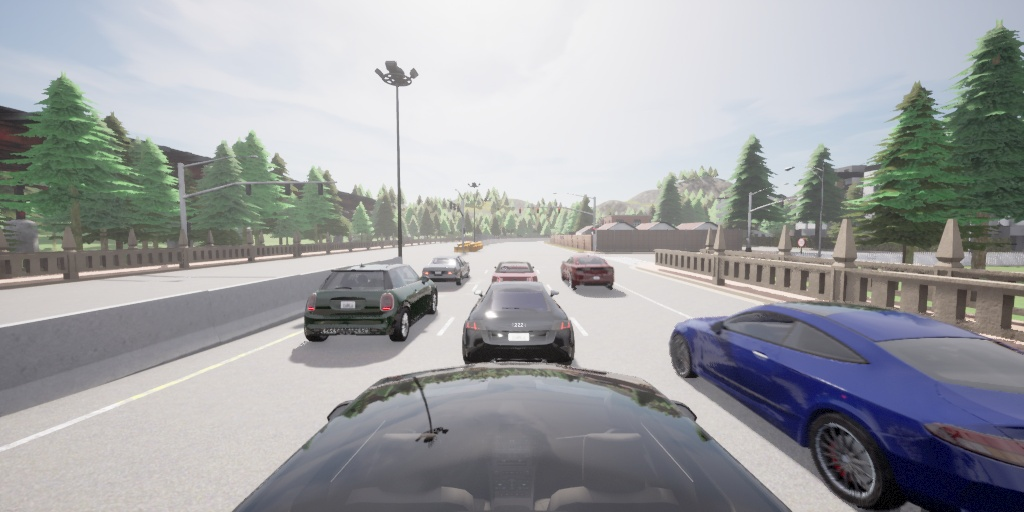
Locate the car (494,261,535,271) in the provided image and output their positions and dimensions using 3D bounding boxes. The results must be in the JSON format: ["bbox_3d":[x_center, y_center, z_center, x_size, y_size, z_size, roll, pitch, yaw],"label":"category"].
[{"bbox_3d":[0.110,0.860,16.556,1.895,1.301,4.718,0,3,0],"label":"car"}]

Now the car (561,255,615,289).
[{"bbox_3d":[3.612,0.667,17.815,1.882,1.535,5.008,0,3,0],"label":"car"}]

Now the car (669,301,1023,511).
[{"bbox_3d":[3.590,1.258,4.198,1.812,1.442,4.674,0,1,0],"label":"car"}]

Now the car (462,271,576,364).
[{"bbox_3d":[0.106,1.222,7.794,1.994,1.385,4.181,0,2,0],"label":"car"}]

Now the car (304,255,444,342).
[{"bbox_3d":[-3.395,0.957,9.550,2.097,1.767,4.553,0,2,0],"label":"car"}]

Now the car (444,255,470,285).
[{"bbox_3d":[-3.388,0.670,18.972,2.033,1.411,5.357,0,3,0],"label":"car"}]
